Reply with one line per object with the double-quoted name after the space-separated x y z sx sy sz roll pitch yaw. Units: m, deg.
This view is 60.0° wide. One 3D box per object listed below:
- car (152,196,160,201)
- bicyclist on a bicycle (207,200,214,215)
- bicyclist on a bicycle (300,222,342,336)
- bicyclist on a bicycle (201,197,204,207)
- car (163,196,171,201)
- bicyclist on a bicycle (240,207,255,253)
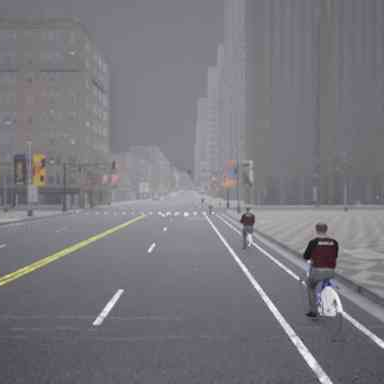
-10.223 1.914 94.923 1.994 1.385 4.181 0 0 0 "car"
2.069 1.708 37.307 0.866 1.612 1.509 0 -1 0 "bicyclist on a bicycle"
2.223 1.411 5.898 0.659 1.776 1.843 0 0 0 "bicyclist on a bicycle"
1.947 1.843 61.237 0.659 1.776 1.843 0 0 0 "bicyclist on a bicycle"
-6.973 1.861 94.939 1.837 1.490 4.892 0 0 0 "car"
2.187 1.461 13.190 0.659 1.776 1.843 0 0 0 "bicyclist on a bicycle"
